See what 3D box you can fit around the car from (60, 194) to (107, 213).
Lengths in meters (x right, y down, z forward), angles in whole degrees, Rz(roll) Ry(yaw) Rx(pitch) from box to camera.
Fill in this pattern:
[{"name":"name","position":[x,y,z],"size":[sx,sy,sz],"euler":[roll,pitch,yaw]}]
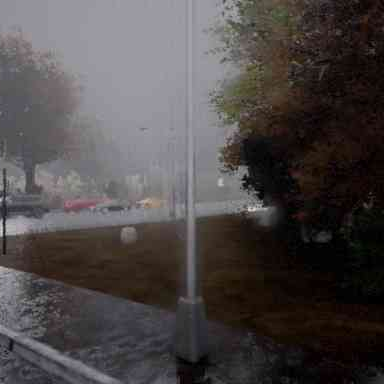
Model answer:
[{"name":"car","position":[-11.858,1.241,37.299],"size":[2.150,2.045,5.566],"euler":[0,0,38]}]

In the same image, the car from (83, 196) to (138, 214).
[{"name":"car","position":[-8.670,1.506,35.692],"size":[2.128,1.511,4.902],"euler":[0,0,38]}]

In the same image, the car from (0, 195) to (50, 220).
[{"name":"car","position":[-14.849,1.248,27.940],"size":[2.150,2.045,5.566],"euler":[0,0,39]}]

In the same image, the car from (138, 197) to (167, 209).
[{"name":"car","position":[-5.564,1.463,45.347],"size":[1.882,1.535,5.008],"euler":[0,0,38]}]
